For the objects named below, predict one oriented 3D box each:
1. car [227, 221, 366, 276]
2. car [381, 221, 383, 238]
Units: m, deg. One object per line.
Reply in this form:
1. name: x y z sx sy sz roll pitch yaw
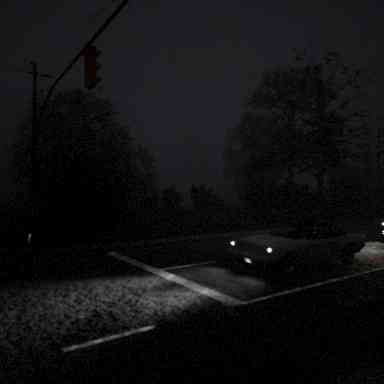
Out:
1. car: 3.400 1.617 10.558 4.718 1.301 1.895 0 0 -34
2. car: 10.857 1.388 15.545 4.553 1.767 2.097 0 0 -33
